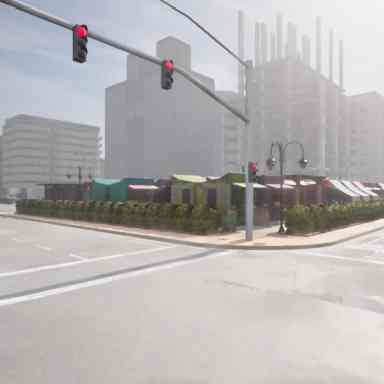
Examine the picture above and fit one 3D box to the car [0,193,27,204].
[{"bbox_3d":[-32.477,1.156,61.270,1.905,1.878,3.866,0,0,42],"label":"car"}]
